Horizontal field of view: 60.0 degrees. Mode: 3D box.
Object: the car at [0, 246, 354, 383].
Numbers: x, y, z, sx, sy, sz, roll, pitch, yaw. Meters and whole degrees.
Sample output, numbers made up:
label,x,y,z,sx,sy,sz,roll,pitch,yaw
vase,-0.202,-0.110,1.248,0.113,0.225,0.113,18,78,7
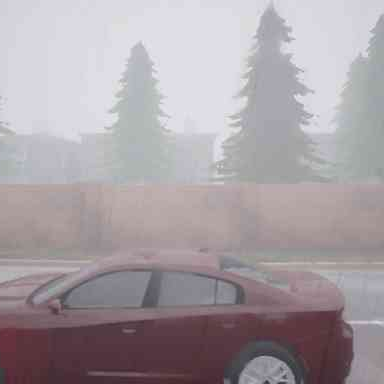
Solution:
label,x,y,z,sx,sy,sz,roll,pitch,yaw
car,-0.661,1.477,4.262,5.008,1.535,1.882,0,0,2
